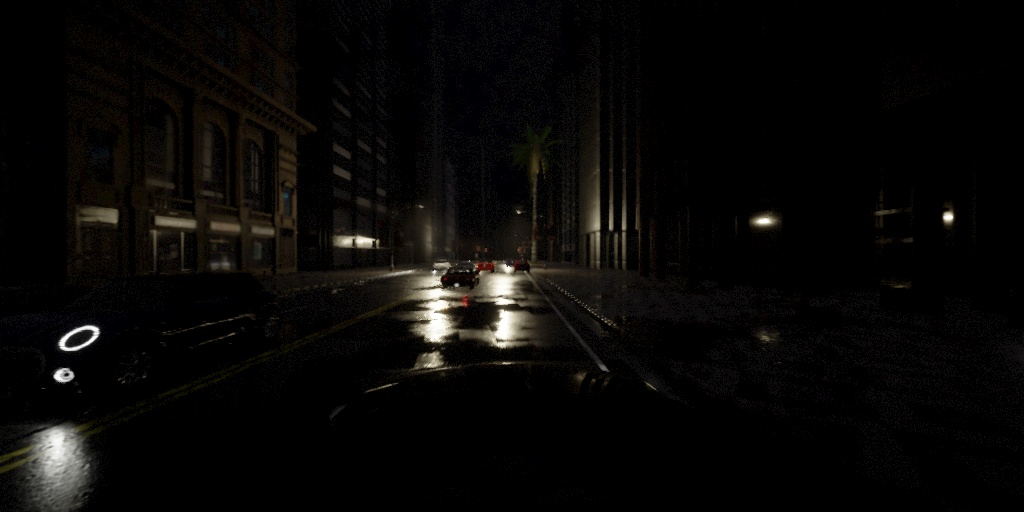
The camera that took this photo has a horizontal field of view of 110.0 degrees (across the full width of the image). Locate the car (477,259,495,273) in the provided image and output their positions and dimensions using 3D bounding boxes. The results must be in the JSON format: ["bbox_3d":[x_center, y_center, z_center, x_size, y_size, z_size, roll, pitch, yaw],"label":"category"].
[{"bbox_3d":[-3.129,1.088,43.090,2.097,1.767,4.553,0,0,0],"label":"car"}]

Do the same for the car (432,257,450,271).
[{"bbox_3d":[-9.784,1.264,50.252,1.812,1.442,4.674,0,0,0],"label":"car"}]

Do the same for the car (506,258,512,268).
[{"bbox_3d":[0.031,1.097,62.435,2.097,1.767,4.553,0,0,0],"label":"car"}]

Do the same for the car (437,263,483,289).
[{"bbox_3d":[-3.139,1.340,22.618,1.895,1.301,4.718,0,0,0],"label":"car"}]

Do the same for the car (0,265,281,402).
[{"bbox_3d":[-6.597,1.099,6.688,2.097,1.767,4.553,0,0,0],"label":"car"}]

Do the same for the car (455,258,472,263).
[{"bbox_3d":[-6.536,1.302,50.030,1.994,1.385,4.181,0,0,0],"label":"car"}]

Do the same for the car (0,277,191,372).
[{"bbox_3d":[-9.848,1.295,7.195,2.033,1.411,5.357,0,0,0],"label":"car"}]

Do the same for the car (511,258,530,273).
[{"bbox_3d":[1.159,1.214,42.914,1.882,1.535,5.008,0,0,0],"label":"car"}]
